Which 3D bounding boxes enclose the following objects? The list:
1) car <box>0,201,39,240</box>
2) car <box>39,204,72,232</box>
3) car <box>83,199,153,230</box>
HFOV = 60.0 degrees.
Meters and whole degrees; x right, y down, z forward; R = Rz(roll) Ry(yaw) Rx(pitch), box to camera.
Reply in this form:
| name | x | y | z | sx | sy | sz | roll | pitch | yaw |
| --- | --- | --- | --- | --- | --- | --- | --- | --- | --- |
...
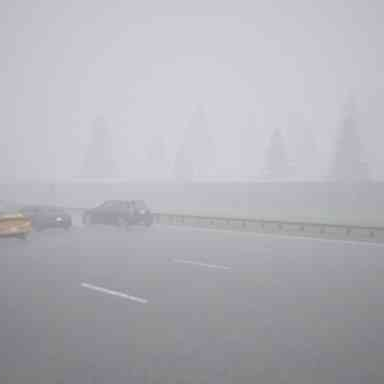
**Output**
| name | x | y | z | sx | sy | sz | roll | pitch | yaw |
| --- | --- | --- | --- | --- | --- | --- | --- | --- | --- |
| car | -9.201 | 1.321 | 14.853 | 5.008 | 1.535 | 1.882 | 1 | 0 | 36 |
| car | -8.664 | 1.389 | 18.770 | 4.181 | 1.385 | 1.994 | 1 | 0 | 36 |
| car | -4.551 | 1.202 | 20.133 | 4.553 | 1.767 | 2.097 | 1 | 0 | 36 |
